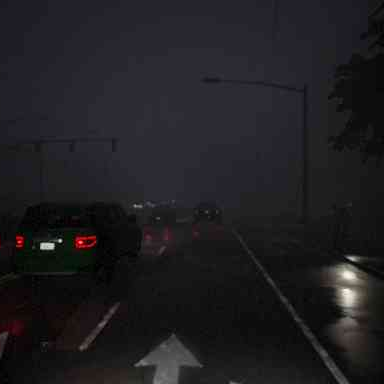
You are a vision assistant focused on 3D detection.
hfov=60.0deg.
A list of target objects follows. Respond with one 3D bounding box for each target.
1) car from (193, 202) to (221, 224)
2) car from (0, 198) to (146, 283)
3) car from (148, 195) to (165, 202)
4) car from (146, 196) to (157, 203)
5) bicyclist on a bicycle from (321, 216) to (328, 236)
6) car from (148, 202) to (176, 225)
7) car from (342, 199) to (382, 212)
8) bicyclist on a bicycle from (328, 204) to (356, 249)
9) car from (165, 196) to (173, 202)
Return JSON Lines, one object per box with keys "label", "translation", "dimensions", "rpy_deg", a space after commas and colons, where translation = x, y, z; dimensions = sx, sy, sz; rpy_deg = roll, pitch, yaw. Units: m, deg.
{"label": "car", "translation": [1.220, 1.578, 27.118], "dimensions": [2.097, 1.767, 4.553], "rpy_deg": [0, 0, 3]}
{"label": "car", "translation": [-3.071, 1.307, 10.081], "dimensions": [2.150, 2.045, 5.566], "rpy_deg": [0, 0, 3]}
{"label": "car", "translation": [-7.513, 1.968, 70.153], "dimensions": [1.994, 1.385, 4.181], "rpy_deg": [0, 0, 2]}
{"label": "car", "translation": [-10.354, 1.846, 85.360], "dimensions": [2.128, 1.511, 4.902], "rpy_deg": [0, 0, 2]}
{"label": "bicyclist on a bicycle", "translation": [7.345, 1.446, 16.704], "dimensions": [1.656, 1.620, 0.582], "rpy_deg": [0, -1, 10]}
{"label": "car", "translation": [-2.307, 1.742, 26.271], "dimensions": [1.812, 1.442, 4.674], "rpy_deg": [0, 0, 3]}
{"label": "car", "translation": [22.075, 1.729, 43.393], "dimensions": [4.553, 1.767, 2.097], "rpy_deg": [0, 0, 1]}
{"label": "bicyclist on a bicycle", "translation": [6.108, 1.417, 13.392], "dimensions": [0.582, 1.620, 1.656], "rpy_deg": [0, 0, 8]}
{"label": "car", "translation": [-6.843, 1.859, 85.536], "dimensions": [2.033, 1.411, 5.357], "rpy_deg": [0, 0, 2]}
